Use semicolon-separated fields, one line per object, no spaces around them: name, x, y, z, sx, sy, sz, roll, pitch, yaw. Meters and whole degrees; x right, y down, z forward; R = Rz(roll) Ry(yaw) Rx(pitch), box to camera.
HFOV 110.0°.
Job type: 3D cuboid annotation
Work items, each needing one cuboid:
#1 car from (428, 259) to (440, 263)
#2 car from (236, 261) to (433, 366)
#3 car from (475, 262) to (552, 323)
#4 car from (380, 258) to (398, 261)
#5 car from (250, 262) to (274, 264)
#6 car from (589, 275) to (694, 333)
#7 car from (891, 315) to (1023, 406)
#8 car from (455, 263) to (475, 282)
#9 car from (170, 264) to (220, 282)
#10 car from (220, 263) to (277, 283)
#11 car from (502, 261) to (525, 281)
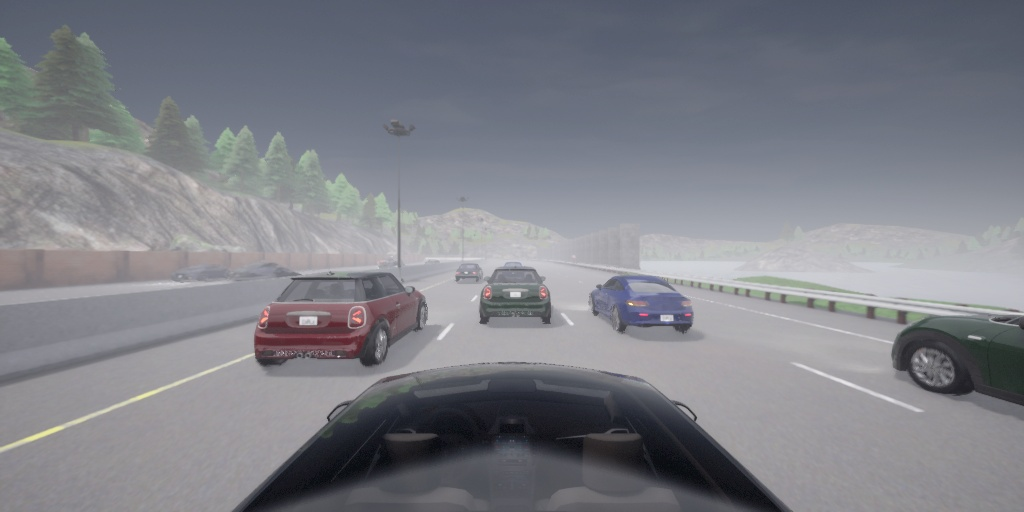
car;-13.867;1.248;62.301;2.128;1.511;4.902;0;0;2
car;-3.400;1.102;8.112;2.097;1.767;4.553;0;0;0
car;0.100;1.103;12.191;2.097;1.767;4.553;0;0;0
car;-17.538;1.317;51.879;1.994;1.385;4.181;0;0;1
car;-21.096;1.259;30.005;1.837;1.490;4.892;0;-1;0
car;3.599;1.276;10.633;1.812;1.442;4.674;0;0;0
car;7.101;1.102;3.787;2.097;1.767;4.553;0;0;0
car;-3.398;1.299;29.073;2.033;1.411;5.357;0;0;0
car;-24.596;1.316;28.569;1.994;1.385;4.181;0;0;0
car;-14.099;1.316;20.807;1.994;1.385;4.181;0;0;0
car;0.101;1.229;31.449;1.882;1.535;5.008;0;0;0
